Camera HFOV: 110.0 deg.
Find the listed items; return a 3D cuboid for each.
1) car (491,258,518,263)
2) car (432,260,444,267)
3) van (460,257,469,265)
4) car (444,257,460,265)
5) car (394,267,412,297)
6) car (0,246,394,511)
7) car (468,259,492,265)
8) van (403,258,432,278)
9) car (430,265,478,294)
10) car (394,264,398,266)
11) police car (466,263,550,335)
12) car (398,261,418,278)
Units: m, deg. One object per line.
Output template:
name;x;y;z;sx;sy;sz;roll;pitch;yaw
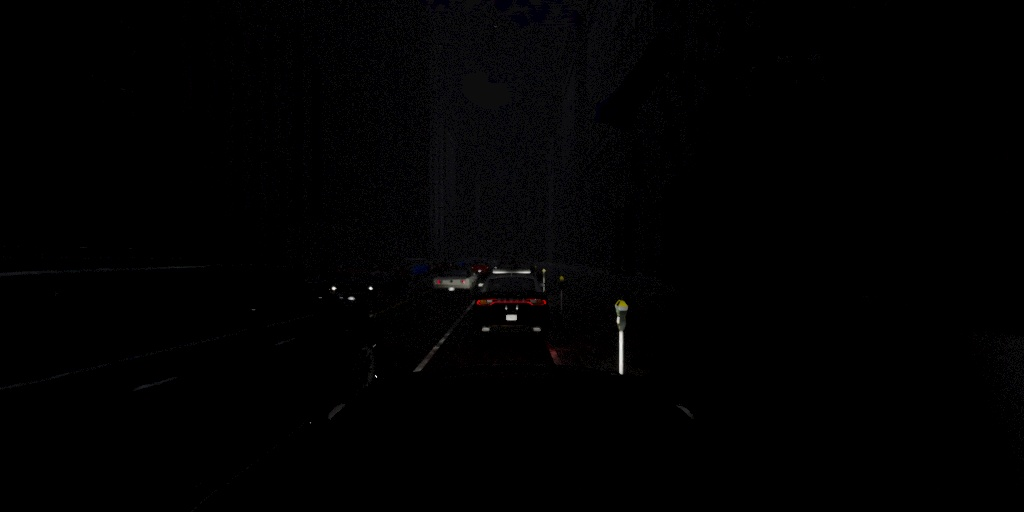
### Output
car;-0.383;1.189;27.203;1.967;1.591;4.097;0;0;0
car;-8.908;1.189;38.467;1.967;1.591;4.097;0;0;0
van;-8.908;1.090;61.014;1.690;1.789;3.998;0;0;0
car;-8.908;1.188;49.741;1.967;1.591;4.097;0;0;0
car;-6.247;1.350;16.169;1.895;1.301;4.718;0;0;0
car;-3.044;0.970;3.073;2.150;2.045;5.566;0;0;0
car;-3.145;1.274;37.192;1.812;1.442;4.674;0;0;0
van;-8.908;1.090;32.830;1.690;1.789;3.998;0;0;0
car;-3.044;1.350;20.277;1.895;1.301;4.718;0;0;0
car;-8.908;1.064;21.556;2.192;1.841;5.009;0;0;0
police car;-0.012;1.174;10.610;1.930;1.638;5.238;0;0;0
car;-8.908;1.294;27.194;1.888;1.381;4.507;0;0;0
